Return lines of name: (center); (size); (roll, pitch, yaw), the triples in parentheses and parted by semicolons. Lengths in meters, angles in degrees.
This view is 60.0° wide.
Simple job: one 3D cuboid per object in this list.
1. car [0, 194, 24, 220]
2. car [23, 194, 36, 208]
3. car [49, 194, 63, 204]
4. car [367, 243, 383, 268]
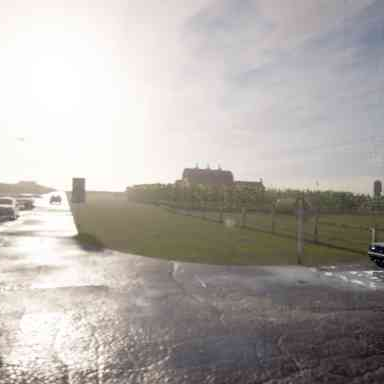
car: (-13.475, 1.145, 23.717); (1.837, 1.490, 4.892); (2, 0, -21)
car: (-18.721, 0.999, 37.345); (2.128, 1.511, 4.902); (2, 0, -21)
car: (-20.857, 1.015, 51.044); (2.033, 1.411, 5.357); (2, 0, -21)
car: (8.480, 2.079, 11.582); (4.718, 1.301, 1.895); (3, -1, -22)
